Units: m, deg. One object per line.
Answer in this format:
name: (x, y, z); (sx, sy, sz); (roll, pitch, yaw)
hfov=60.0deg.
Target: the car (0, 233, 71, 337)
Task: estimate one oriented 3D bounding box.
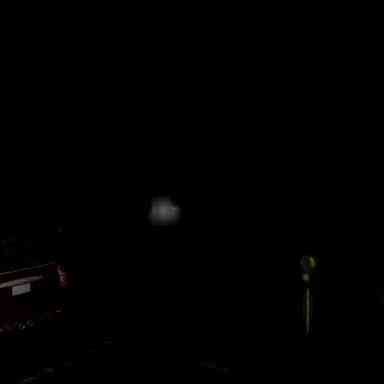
car: (-4.064, 1.440, 5.975); (4.097, 1.590, 1.967); (0, 0, 36)
